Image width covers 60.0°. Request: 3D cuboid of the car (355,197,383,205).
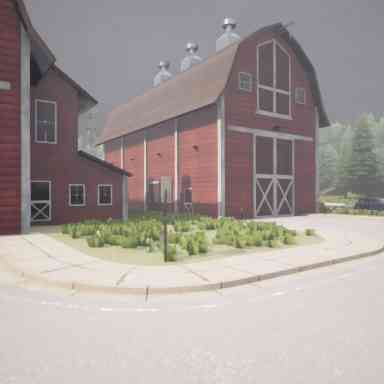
[{"bbox_3d":[20.137,1.388,36.086,2.097,1.767,4.553,0,0,-34],"label":"car"}]
